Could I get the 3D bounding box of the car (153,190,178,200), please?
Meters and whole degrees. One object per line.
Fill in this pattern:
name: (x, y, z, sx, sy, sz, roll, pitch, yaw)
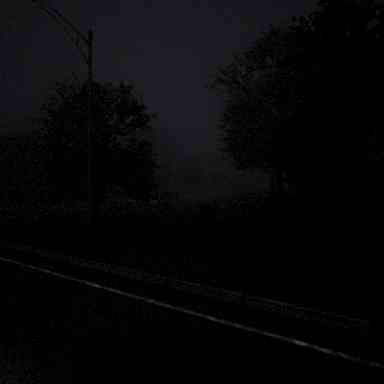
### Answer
car: (-4.394, 0.415, 49.866, 2.033, 1.411, 5.357, 1, 3, 39)
